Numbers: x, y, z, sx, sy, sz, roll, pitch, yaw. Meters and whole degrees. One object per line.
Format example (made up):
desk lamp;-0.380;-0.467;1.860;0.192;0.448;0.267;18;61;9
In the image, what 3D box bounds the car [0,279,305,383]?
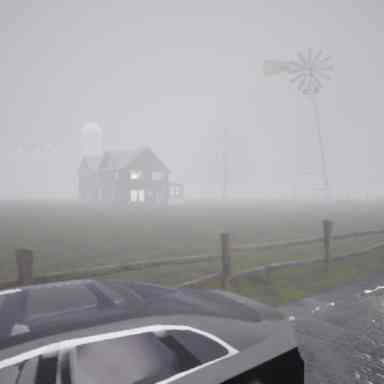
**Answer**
car;-1.295;1.493;2.145;4.902;1.511;2.128;0;0;-36
